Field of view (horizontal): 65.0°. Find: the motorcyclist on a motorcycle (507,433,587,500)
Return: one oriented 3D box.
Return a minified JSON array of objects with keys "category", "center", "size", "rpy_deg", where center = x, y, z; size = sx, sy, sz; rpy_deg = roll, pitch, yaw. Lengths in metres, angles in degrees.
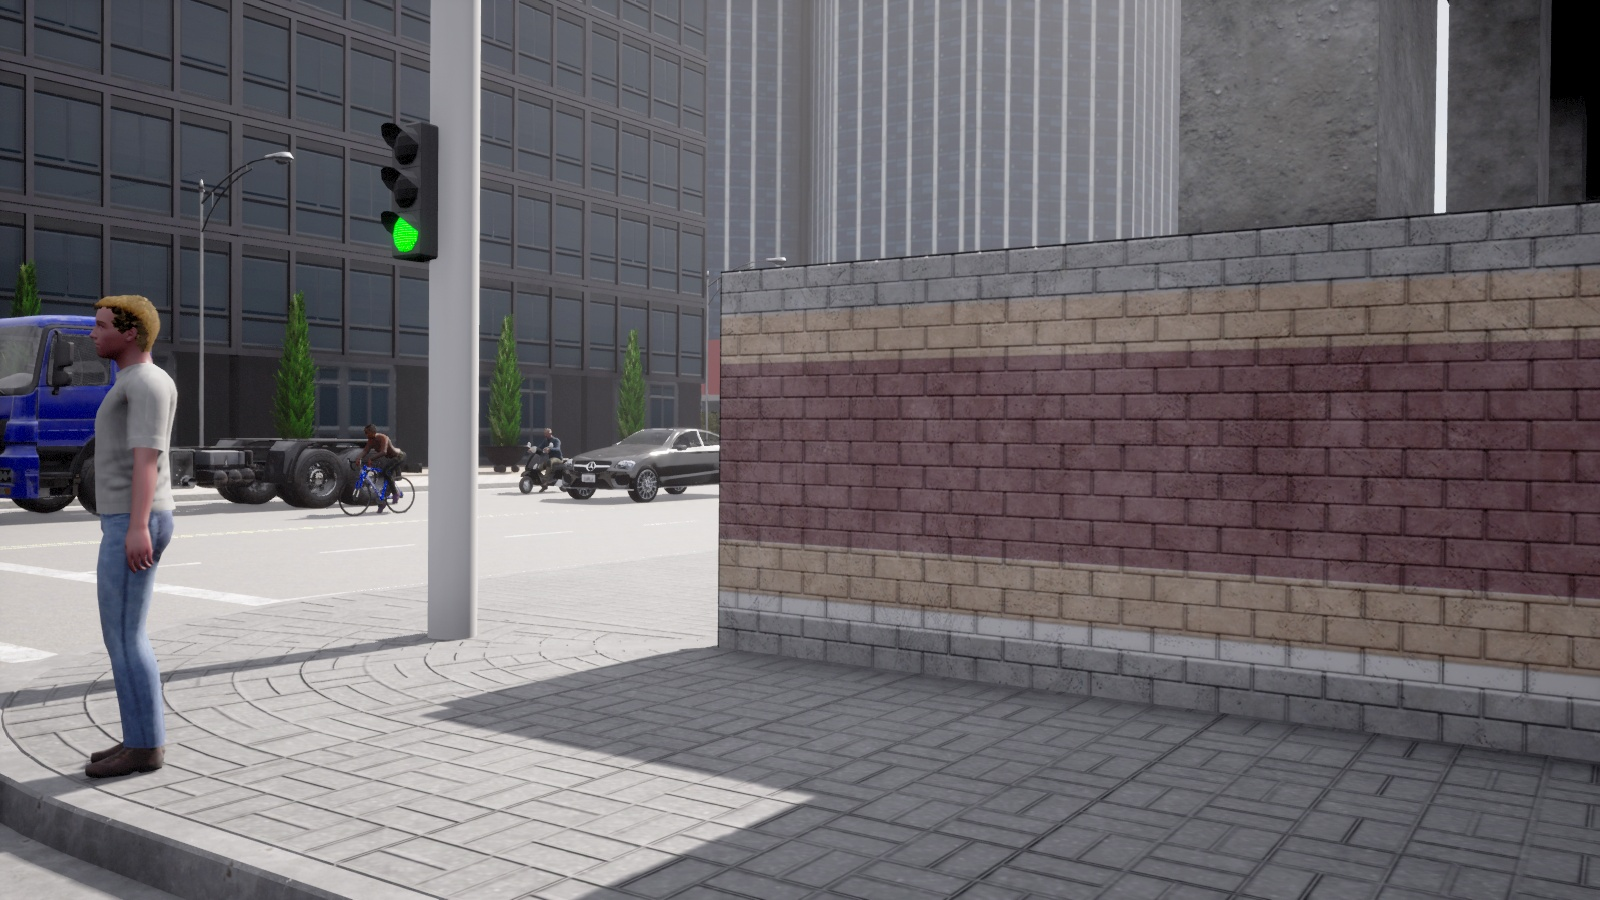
[{"category":"motorcyclist on a motorcycle","center":[-6.189,0.376,30.776],"size":[0.866,1.590,1.817],"rpy_deg":[0,1,34]}]

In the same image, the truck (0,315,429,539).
[{"category":"truck","center":[-11.092,-0.415,23.453],"size":[2.891,3.462,7.936],"rpy_deg":[0,1,34]}]

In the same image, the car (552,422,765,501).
[{"category":"car","center":[-3.141,0.197,29.035],"size":[2.152,1.651,5.027],"rpy_deg":[0,1,34]}]

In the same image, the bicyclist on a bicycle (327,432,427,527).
[{"category":"bicyclist on a bicycle","center":[-7.542,0.501,22.464],"size":[0.582,1.620,1.656],"rpy_deg":[0,1,34]}]

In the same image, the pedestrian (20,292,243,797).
[{"category":"pedestrian","center":[-2.558,0.338,4.857],"size":[0.706,1.836,0.354],"rpy_deg":[-1,1,-23]}]
